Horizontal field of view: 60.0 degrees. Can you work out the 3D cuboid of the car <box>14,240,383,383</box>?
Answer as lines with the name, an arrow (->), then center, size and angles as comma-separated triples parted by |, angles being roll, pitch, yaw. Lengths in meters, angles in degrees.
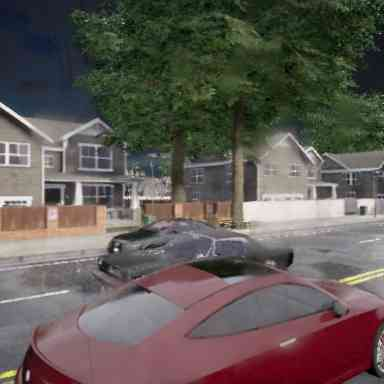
car -> 0.586, 1.528, 3.860 | 4.674, 1.442, 1.812 | 0, 0, -35

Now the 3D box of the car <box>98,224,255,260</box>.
car -> 0.202, 1.604, 7.822 | 4.718, 1.301, 1.895 | 0, 0, -35

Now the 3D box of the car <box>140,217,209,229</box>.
car -> -0.659, 1.568, 11.201 | 4.181, 1.385, 1.994 | 0, 0, -35
